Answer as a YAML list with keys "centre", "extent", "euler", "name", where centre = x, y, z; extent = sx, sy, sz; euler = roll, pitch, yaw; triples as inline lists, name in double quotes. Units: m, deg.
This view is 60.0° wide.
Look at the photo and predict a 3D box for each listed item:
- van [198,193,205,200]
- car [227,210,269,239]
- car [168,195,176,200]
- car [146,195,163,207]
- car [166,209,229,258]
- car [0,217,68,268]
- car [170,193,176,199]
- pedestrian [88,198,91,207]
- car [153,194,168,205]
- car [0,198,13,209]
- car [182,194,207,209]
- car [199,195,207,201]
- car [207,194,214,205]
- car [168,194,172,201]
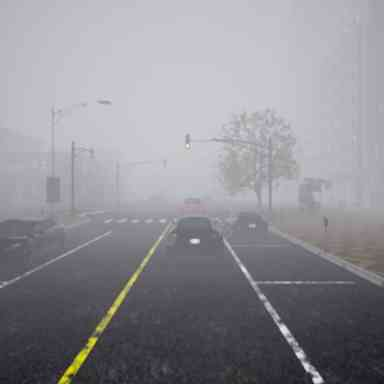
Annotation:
- centre: [2.652, 1.210, 93.739]
  extent: [1.690, 1.788, 3.998]
  euler: [0, 0, 0]
  name: "van"
- centre: [2.686, 1.542, 16.853]
  extent: [1.947, 1.339, 4.313]
  euler: [0, 0, 0]
  name: "car"
- centre: [-5.730, 1.419, 93.733]
  extent: [2.008, 1.369, 4.403]
  euler: [0, 0, 0]
  name: "car"
- centre: [-5.709, 1.511, 49.325]
  extent: [1.802, 1.307, 4.206]
  euler: [0, 0, 0]
  name: "car"
- centre: [0.094, 1.545, 12.662]
  extent: [1.994, 1.385, 4.181]
  euler: [0, 0, 0]
  name: "car"
- centre: [-5.691, 1.550, 11.310]
  extent: [1.947, 1.339, 4.313]
  euler: [0, 0, 0]
  name: "car"
- centre: [-5.725, 1.409, 82.461]
  extent: [1.752, 1.417, 4.829]
  euler: [0, 0, 0]
  name: "car"
- centre: [-12.768, 1.257, 41.325]
  extent: [0.375, 1.300, 0.375]
  euler: [0, -1, -1]
  name: "pedestrian"
- centre: [-5.711, 1.237, 54.876]
  extent: [2.192, 1.841, 5.009]
  euler: [0, 0, 0]
  name: "car"
- centre: [-22.831, 1.283, 38.241]
  extent: [4.206, 1.307, 1.802]
  euler: [1, -1, -1]
  name: "car"
- centre: [0.085, 1.305, 32.387]
  extent: [2.097, 1.767, 4.553]
  euler: [0, 0, 0]
  name: "car"
- centre: [2.656, 1.449, 82.638]
  extent: [1.947, 1.339, 4.313]
  euler: [0, 0, 0]
  name: "car"
- centre: [2.668, 1.447, 55.052]
  extent: [1.752, 1.417, 4.829]
  euler: [0, 0, 0]
  name: "car"
- centre: [-5.717, 1.457, 65.978]
  extent: [2.008, 1.369, 4.403]
  euler: [0, 0, 0]
  name: "car"
